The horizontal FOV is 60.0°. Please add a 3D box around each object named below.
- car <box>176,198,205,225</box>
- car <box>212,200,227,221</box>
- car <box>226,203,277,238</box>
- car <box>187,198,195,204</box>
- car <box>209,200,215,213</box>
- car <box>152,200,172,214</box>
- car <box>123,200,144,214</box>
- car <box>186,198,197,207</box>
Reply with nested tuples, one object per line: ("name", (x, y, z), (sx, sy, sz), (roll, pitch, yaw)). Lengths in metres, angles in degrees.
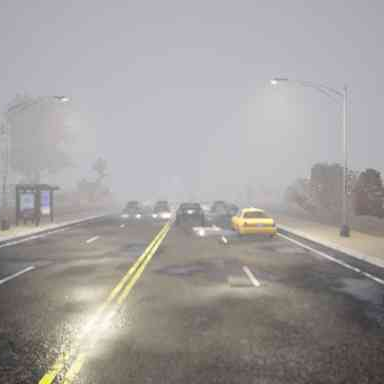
("car", (-0.111, 1.494, 25.514), (2.097, 1.767, 4.553), (0, 0, 0))
("car", (3.187, 1.708, 29.082), (2.033, 1.411, 5.357), (0, 0, 0))
("car", (3.215, 1.560, 18.272), (1.801, 1.575, 5.366), (0, 0, 0))
("car", (-0.184, 1.967, 75.678), (1.895, 1.301, 4.718), (0, 0, 0))
("car", (3.158, 1.719, 40.083), (1.837, 1.490, 4.892), (0, 0, 0))
("car", (-3.437, 1.714, 38.724), (1.837, 1.490, 4.892), (0, 0, 0))
("car", (-6.685, 1.712, 38.319), (1.837, 1.490, 4.892), (0, 0, 0))
("car", (-0.062, 1.856, 60.702), (2.033, 1.411, 5.357), (0, 0, 0))
